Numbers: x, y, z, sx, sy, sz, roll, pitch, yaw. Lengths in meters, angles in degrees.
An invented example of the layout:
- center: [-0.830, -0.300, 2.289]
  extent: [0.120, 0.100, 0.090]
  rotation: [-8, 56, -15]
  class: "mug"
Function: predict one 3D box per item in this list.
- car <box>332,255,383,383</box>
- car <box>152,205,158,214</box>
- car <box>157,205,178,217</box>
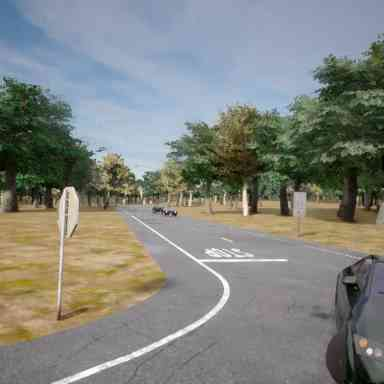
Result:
- center: [3.109, 1.643, 4.624]
  extent: [1.994, 1.385, 4.181]
  rotation: [1, -1, 22]
  class: "car"
- center: [-5.664, 2.960, 56.886]
  extent: [1.882, 1.535, 5.008]
  rotation: [3, -2, -14]
  class: "car"
- center: [-3.420, 2.850, 48.036]
  extent: [1.895, 1.301, 4.718]
  rotation: [3, -2, -13]
  class: "car"
